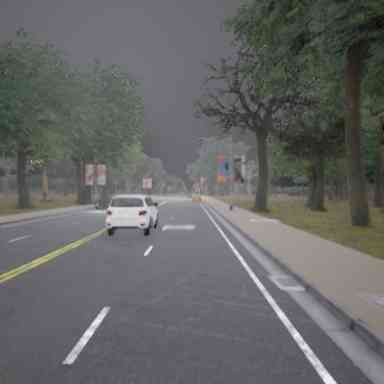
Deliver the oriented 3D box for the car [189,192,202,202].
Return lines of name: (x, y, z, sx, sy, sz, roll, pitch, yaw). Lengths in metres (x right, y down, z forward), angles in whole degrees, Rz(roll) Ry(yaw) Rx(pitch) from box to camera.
car: (0.925, 1.152, 65.727, 1.882, 1.535, 5.008, 0, 0, 0)

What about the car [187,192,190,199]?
car: (-0.304, 0.979, 83.112, 2.033, 1.411, 5.357, 0, 0, 0)

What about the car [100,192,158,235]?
car: (-3.168, 1.158, 18.475, 2.150, 2.045, 5.566, 0, 0, 0)

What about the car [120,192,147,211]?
car: (-6.668, 1.052, 38.756, 2.150, 2.045, 5.566, 0, 0, 0)

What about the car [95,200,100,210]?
car: (-9.916, 1.394, 38.893, 1.994, 1.385, 4.181, 0, 0, 0)
